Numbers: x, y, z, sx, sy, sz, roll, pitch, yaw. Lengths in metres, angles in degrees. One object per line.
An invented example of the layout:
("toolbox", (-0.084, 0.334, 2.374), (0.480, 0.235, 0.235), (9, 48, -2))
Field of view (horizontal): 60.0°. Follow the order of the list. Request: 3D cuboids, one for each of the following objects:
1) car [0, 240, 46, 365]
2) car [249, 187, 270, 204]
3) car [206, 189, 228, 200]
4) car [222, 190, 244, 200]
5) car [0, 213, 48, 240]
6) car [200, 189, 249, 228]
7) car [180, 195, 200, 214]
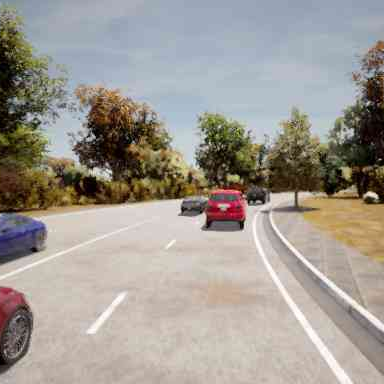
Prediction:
("car", (-3.234, 1.519, 2.858), (1.812, 1.442, 4.674), (0, 0, 2))
("car", (8.231, 0.401, 41.041), (2.150, 2.045, 5.566), (-1, 1, 22))
("car", (4.453, 0.366, 58.033), (2.097, 1.767, 4.553), (-1, 1, 28))
("car", (6.834, 0.469, 55.077), (1.882, 1.535, 5.008), (-1, 1, 28))
("car", (-6.450, 1.450, 10.759), (1.812, 1.442, 4.674), (0, 1, 5))
("car", (2.151, 0.919, 20.164), (2.150, 2.045, 5.566), (0, 1, 10))
("car", (0.409, 1.036, 28.432), (2.128, 1.511, 4.902), (0, 1, 15))
